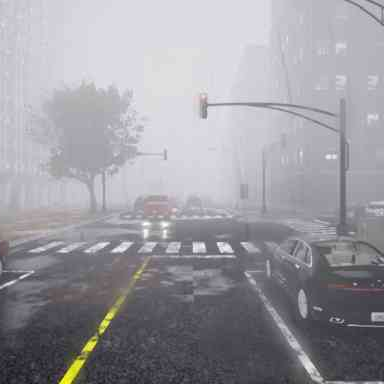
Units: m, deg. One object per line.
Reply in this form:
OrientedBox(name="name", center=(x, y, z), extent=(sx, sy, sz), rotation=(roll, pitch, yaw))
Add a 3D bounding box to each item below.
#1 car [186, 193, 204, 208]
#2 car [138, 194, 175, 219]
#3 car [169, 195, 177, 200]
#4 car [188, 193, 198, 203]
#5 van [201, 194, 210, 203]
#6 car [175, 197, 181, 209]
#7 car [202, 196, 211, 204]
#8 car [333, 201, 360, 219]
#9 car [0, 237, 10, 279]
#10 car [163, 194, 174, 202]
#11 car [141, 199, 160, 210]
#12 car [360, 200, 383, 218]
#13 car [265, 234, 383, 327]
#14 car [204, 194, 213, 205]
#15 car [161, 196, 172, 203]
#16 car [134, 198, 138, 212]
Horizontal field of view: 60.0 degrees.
OrientedBox(name="car", center=(0.237, 1.381, 47.705), extent=(2.097, 1.767, 4.553), rotation=(0, 0, 0))
OrientedBox(name="car", center=(-3.017, 1.232, 29.458), extent=(2.150, 2.045, 5.566), rotation=(0, 0, 0))
OrientedBox(name="car", center=(-5.421, 1.653, 94.582), extent=(2.008, 1.369, 4.403), rotation=(0, 0, 0))
OrientedBox(name="car", center=(0.208, 1.285, 72.642), extent=(2.150, 2.045, 5.566), rotation=(0, 0, 0))
OrientedBox(name="van", center=(2.896, 1.401, 72.466), extent=(1.690, 1.788, 3.998), rotation=(0, 0, 0))
OrientedBox(name="car", center=(-2.965, 1.592, 46.695), extent=(1.994, 1.385, 4.181), rotation=(0, 0, 0))
OrientedBox(name="car", center=(2.881, 1.577, 67.113), extent=(1.752, 1.417, 4.829), rotation=(0, 0, 0))
OrientedBox(name="car", center=(13.500, 1.350, 26.316), extent=(4.403, 1.369, 2.008), rotation=(-1, 1, 0))
OrientedBox(name="car", center=(-5.673, 1.545, 6.965), extent=(1.887, 1.381, 4.507), rotation=(0, 0, 0))
OrientedBox(name="car", center=(-5.469, 1.385, 78.013), extent=(2.192, 1.841, 5.009), rotation=(0, 0, 0))
OrientedBox(name="car", center=(-5.564, 1.592, 44.876), extent=(1.947, 1.339, 4.313), rotation=(0, 0, 0))
OrientedBox(name="car", center=(15.502, 0.993, 23.752), extent=(5.566, 2.045, 2.150), rotation=(-1, 0, 0))
OrientedBox(name="car", center=(2.707, 1.551, 6.941), extent=(2.008, 1.369, 4.403), rotation=(0, 0, 0))
OrientedBox(name="car", center=(2.865, 1.610, 61.420), extent=(1.947, 1.339, 4.313), rotation=(0, 0, 0))
OrientedBox(name="car", center=(-5.485, 1.626, 72.491), extent=(1.947, 1.339, 4.313), rotation=(0, 0, 0))
OrientedBox(name="car", center=(-5.580, 1.336, 39.353), extent=(2.192, 1.841, 5.009), rotation=(0, 0, 0))
